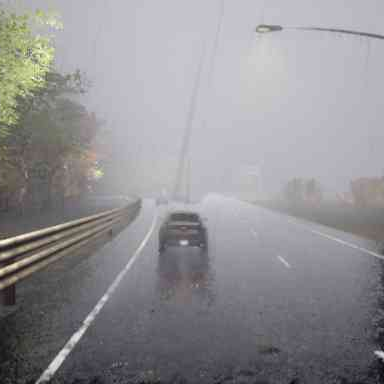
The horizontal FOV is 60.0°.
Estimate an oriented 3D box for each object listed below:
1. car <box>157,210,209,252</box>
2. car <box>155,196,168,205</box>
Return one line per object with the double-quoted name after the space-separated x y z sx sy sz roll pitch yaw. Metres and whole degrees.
-0.376 1.498 13.832 1.837 1.490 4.892 0 0 -2 "car"
-5.149 1.459 56.093 2.128 1.511 4.902 0 0 -10 "car"
